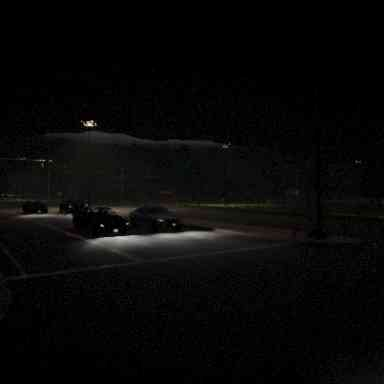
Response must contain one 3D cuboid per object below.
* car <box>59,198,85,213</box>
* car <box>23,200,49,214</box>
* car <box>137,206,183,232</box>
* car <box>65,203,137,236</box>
[{"bbox_3d":[-12.808,1.434,36.042,2.097,1.767,4.553,1,0,-35],"label":"car"},{"bbox_3d":[-16.998,1.604,35.961,2.033,1.411,5.357,1,0,-35],"label":"car"},{"bbox_3d":[-2.400,1.606,21.124,1.812,1.442,4.674,1,0,-36],"label":"car"},{"bbox_3d":[-5.436,1.600,19.324,2.033,1.411,5.357,1,0,-35],"label":"car"}]
